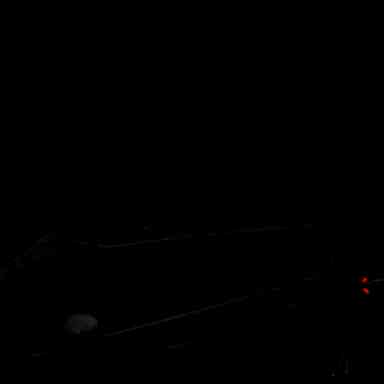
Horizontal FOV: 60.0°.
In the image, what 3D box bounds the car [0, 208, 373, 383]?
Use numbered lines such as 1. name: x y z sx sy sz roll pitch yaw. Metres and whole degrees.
1. car: -0.546 1.218 3.156 5.566 2.045 2.150 0 0 -34
